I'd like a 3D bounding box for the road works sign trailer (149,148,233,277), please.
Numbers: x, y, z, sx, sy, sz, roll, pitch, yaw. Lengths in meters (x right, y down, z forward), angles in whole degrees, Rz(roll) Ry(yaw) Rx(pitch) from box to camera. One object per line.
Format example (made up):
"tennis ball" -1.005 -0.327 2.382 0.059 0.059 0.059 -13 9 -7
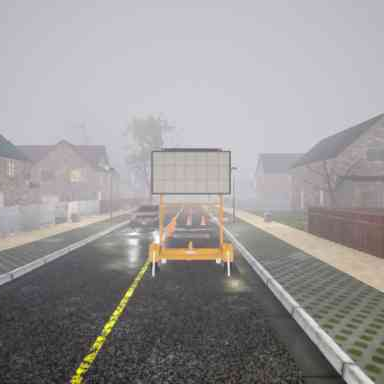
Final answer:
"road works sign trailer" -0.027 0.472 10.208 2.380 3.560 2.880 0 0 0

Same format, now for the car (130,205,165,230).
"car" -2.808 1.565 21.754 1.812 1.442 4.674 0 0 0
